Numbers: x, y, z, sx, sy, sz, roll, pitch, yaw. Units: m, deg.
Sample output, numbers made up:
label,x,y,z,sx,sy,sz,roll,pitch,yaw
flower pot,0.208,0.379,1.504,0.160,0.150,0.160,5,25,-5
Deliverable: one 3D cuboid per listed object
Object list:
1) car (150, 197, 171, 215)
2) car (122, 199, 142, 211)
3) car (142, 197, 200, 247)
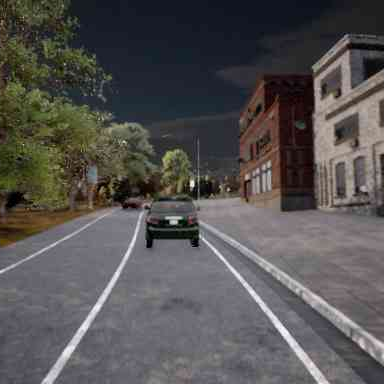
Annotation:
label,x,y,z,sx,sy,sz,roll,pitch,yaw
car,-3.173,1.368,33.644,1.882,1.535,5.008,0,1,-5
car,-6.941,1.445,38.817,1.895,1.301,4.718,0,0,-2
car,-0.972,1.212,15.136,2.150,2.045,5.566,0,0,-6
